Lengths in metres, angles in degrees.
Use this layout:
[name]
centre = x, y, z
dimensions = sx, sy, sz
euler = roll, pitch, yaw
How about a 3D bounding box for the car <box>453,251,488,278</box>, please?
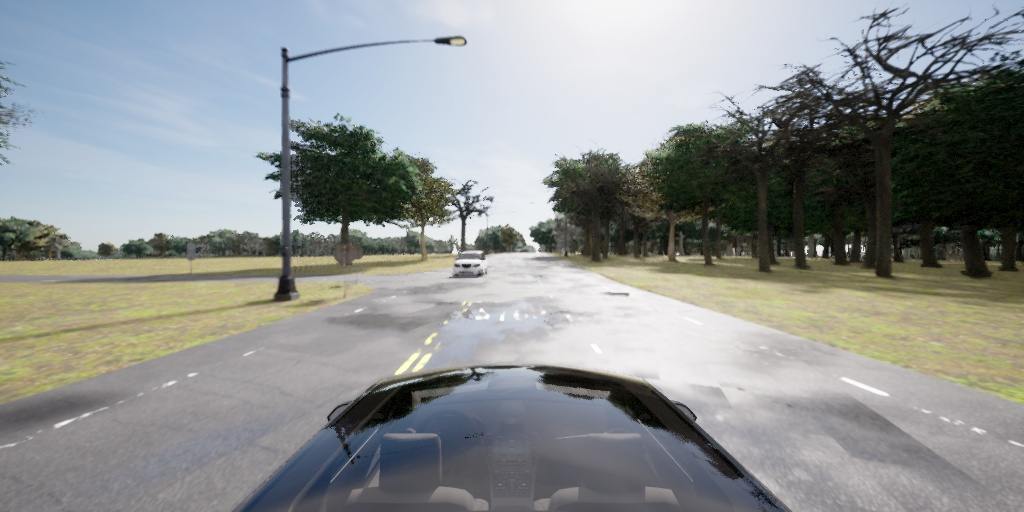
[car]
centre = -3.208, 0.632, 28.659
dimensions = 2.150, 2.045, 5.566
euler = 0, 1, 2
